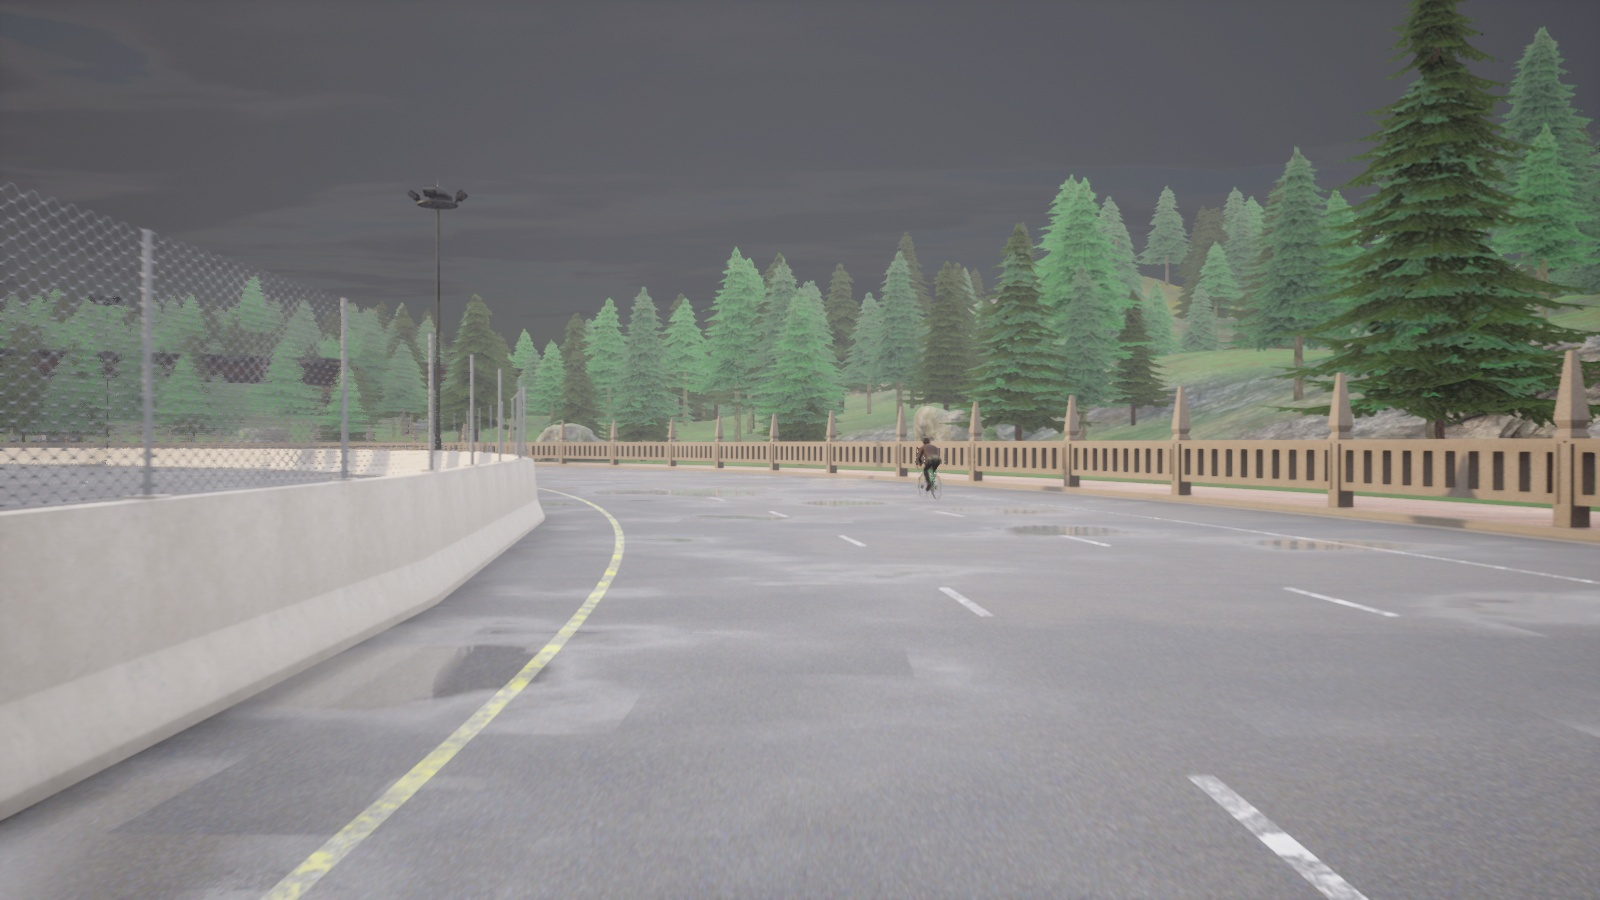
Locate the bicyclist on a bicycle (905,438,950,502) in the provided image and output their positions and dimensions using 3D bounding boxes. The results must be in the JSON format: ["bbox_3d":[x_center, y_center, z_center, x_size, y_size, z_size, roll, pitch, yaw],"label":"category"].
[{"bbox_3d":[3.320,0.517,32.783,0.582,1.620,1.656,-1,0,-15],"label":"bicyclist on a bicycle"}]
